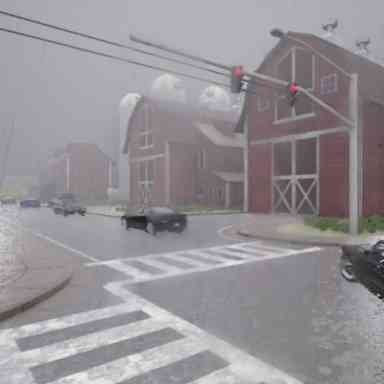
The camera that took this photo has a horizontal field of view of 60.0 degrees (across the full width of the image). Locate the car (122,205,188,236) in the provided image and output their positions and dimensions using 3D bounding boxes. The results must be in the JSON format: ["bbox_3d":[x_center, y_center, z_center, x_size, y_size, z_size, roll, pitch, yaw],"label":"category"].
[{"bbox_3d":[-2.213,1.460,18.630,1.882,1.535,5.008,0,1,-37],"label":"car"}]

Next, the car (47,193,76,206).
[{"bbox_3d":[-18.429,1.151,47.334,3.866,1.878,1.905,-2,5,11],"label":"car"}]

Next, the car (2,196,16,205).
[{"bbox_3d":[-33.504,1.535,60.829,1.812,1.442,4.674,0,0,-37],"label":"car"}]

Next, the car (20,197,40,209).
[{"bbox_3d":[-22.291,1.465,45.705,1.882,1.535,5.008,0,-1,-36],"label":"car"}]

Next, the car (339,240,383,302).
[{"bbox_3d":[4.510,1.595,6.654,1.895,1.301,4.718,0,0,10],"label":"car"}]

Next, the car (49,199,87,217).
[{"bbox_3d":[-11.537,1.597,31.211,1.895,1.301,4.718,0,0,-37],"label":"car"}]
